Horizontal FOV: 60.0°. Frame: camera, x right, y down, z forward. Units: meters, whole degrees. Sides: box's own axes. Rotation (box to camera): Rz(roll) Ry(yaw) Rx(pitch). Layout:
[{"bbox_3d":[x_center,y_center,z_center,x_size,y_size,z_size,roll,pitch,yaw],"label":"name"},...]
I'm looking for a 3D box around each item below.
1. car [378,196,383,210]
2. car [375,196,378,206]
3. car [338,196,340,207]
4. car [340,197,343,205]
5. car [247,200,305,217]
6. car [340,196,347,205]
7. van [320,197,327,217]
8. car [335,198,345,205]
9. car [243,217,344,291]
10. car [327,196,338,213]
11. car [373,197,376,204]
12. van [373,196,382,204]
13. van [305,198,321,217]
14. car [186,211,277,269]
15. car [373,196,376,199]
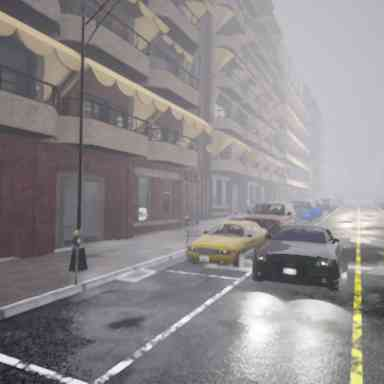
[{"bbox_3d":[28.410,1.643,47.742,2.192,1.841,5.009,1,0,27],"label":"car"},{"bbox_3d":[33.384,1.856,57.623,1.967,1.590,4.097,1,0,27],"label":"car"},{"bbox_3d":[18.942,1.633,46.385,2.192,1.841,5.009,1,0,27],"label":"car"},{"bbox_3d":[23.913,1.967,56.266,1.947,1.339,4.313,1,0,27],"label":"car"},{"bbox_3d":[4.017,1.419,16.751,2.192,1.841,5.009,1,0,27],"label":"car"},{"bbox_3d":[31.380,1.855,71.081,2.192,1.841,5.009,1,0,27],"label":"car"},{"bbox_3d":[11.478,1.544,31.569,1.690,1.788,3.998,1,0,27],"label":"van"},{"bbox_3d":[33.863,2.135,76.022,1.887,1.381,4.507,1,0,27],"label":"car"},{"bbox_3d":[3.106,1.621,9.294,1.994,1.385,4.181,0,0,27],"label":"car"},{"bbox_3d":[16.454,1.594,41.447,2.192,1.841,5.009,1,0,27],"label":"car"},{"bbox_3d":[38.358,2.092,67.503,1.802,1.307,4.206,1,0,27],"label":"car"},{"bbox_3d":[45.826,2.008,82.323,1.690,1.788,3.998,1,0,27],"label":"van"},{"bbox_3d":[8.991,1.509,26.628,1.690,1.788,3.998,1,0,27],"label":"van"},{"bbox_3d":[1.447,1.599,11.660,1.752,1.417,4.829,1,0,27],"label":"car"},{"bbox_3d":[43.339,1.928,77.383,2.192,1.841,5.009,1,0,27],"label":"car"}]
